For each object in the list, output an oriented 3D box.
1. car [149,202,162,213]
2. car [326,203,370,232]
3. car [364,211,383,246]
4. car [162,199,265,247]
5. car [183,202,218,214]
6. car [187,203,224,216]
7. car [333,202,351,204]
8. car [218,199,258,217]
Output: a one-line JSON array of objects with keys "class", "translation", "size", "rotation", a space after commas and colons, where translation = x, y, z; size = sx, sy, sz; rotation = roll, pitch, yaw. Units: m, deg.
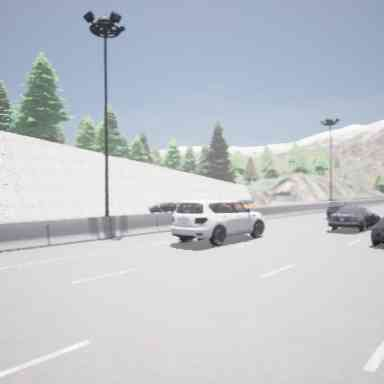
[{"class": "car", "translation": [-3.335, 1.968, 42.696], "size": [1.882, 1.535, 5.008], "rotation": [-1, -1, 42]}, {"class": "car", "translation": [10.244, 1.638, 20.927], "size": [2.033, 1.411, 5.357], "rotation": [-1, -1, 41]}, {"class": "car", "translation": [9.429, 1.601, 14.761], "size": [1.994, 1.385, 4.181], "rotation": [-1, -1, 42]}, {"class": "car", "translation": [1.414, 1.378, 16.303], "size": [2.150, 2.045, 5.566], "rotation": [-1, -1, 42]}, {"class": "car", "translation": [1.125, 2.030, 42.394], "size": [1.895, 1.301, 4.718], "rotation": [-1, -1, 42]}, {"class": "car", "translation": [1.602, 1.940, 37.726], "size": [1.994, 1.385, 4.181], "rotation": [-1, -1, 42]}, {"class": "car", "translation": [13.777, 1.632, 30.142], "size": [2.128, 1.511, 4.902], "rotation": [-1, -1, 42]}, {"class": "car", "translation": [5.070, 1.668, 36.338], "size": [2.097, 1.767, 4.553], "rotation": [-1, -1, 42]}]
